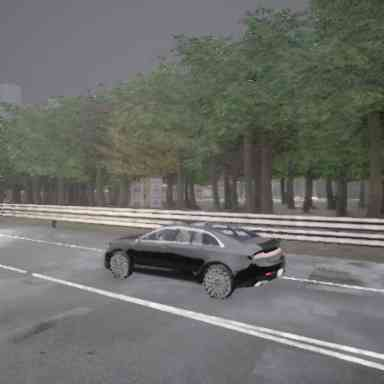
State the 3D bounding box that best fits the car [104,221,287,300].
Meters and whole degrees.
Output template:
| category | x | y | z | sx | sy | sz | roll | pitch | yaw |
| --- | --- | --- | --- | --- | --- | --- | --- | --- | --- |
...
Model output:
| category | x | y | z | sx | sy | sz | roll | pitch | yaw |
| --- | --- | --- | --- | --- | --- | --- | --- | --- | --- |
| car | -0.133 | 1.497 | 8.437 | 4.902 | 1.511 | 2.128 | 0 | 0 | 33 |
